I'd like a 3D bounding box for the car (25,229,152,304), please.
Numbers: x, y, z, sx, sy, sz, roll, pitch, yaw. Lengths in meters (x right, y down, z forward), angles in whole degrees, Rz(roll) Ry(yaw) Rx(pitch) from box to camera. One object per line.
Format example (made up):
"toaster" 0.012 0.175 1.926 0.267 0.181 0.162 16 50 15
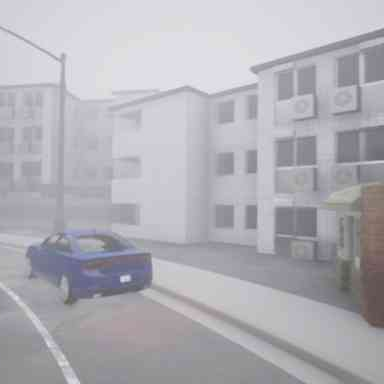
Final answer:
"car" -3.010 1.738 8.998 1.882 1.535 5.008 2 -2 -40
